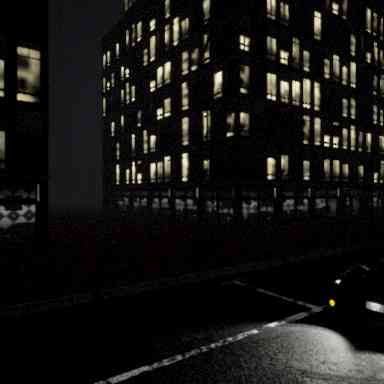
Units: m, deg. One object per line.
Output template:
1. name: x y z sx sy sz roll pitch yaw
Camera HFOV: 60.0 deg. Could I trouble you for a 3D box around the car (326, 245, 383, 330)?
1. car: 4.402 1.564 6.212 4.181 1.385 1.994 0 0 -35
